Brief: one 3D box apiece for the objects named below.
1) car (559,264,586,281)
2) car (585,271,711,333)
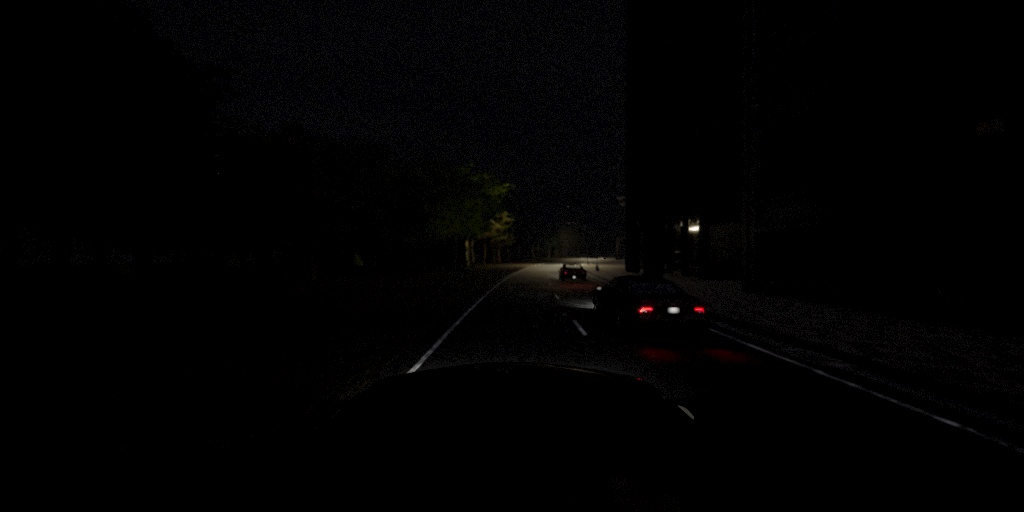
[{"bbox_3d":[4.821,1.281,28.896,1.895,1.301,4.718,0,0,5],"label":"car"},{"bbox_3d":[3.769,1.281,10.709,2.033,1.411,5.357,0,0,2],"label":"car"}]
